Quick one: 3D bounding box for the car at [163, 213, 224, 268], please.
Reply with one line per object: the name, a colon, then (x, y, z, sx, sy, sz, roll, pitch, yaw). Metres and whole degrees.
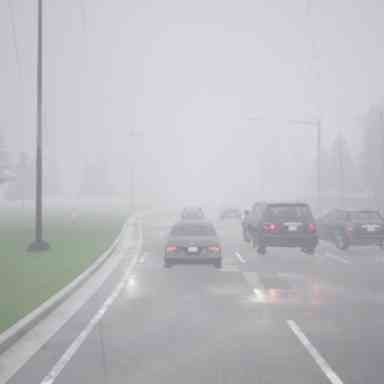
car: (0.042, 1.684, 11.831, 2.033, 1.411, 5.357, 0, -1, 0)

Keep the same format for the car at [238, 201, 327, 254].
car: (3.562, 1.389, 14.371, 2.150, 2.045, 5.566, 0, 0, 0)

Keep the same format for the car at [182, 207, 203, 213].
car: (0.058, 1.934, 29.091, 1.895, 1.301, 4.718, 0, -1, 0)

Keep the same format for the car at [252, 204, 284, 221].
car: (7.070, 1.923, 31.372, 1.994, 1.385, 4.181, 0, -1, 0)

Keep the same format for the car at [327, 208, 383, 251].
car: (7.066, 1.526, 15.226, 2.097, 1.767, 4.553, 0, -1, 0)

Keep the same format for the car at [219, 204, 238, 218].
car: (3.571, 1.886, 31.489, 1.812, 1.442, 4.674, 0, -1, 0)
